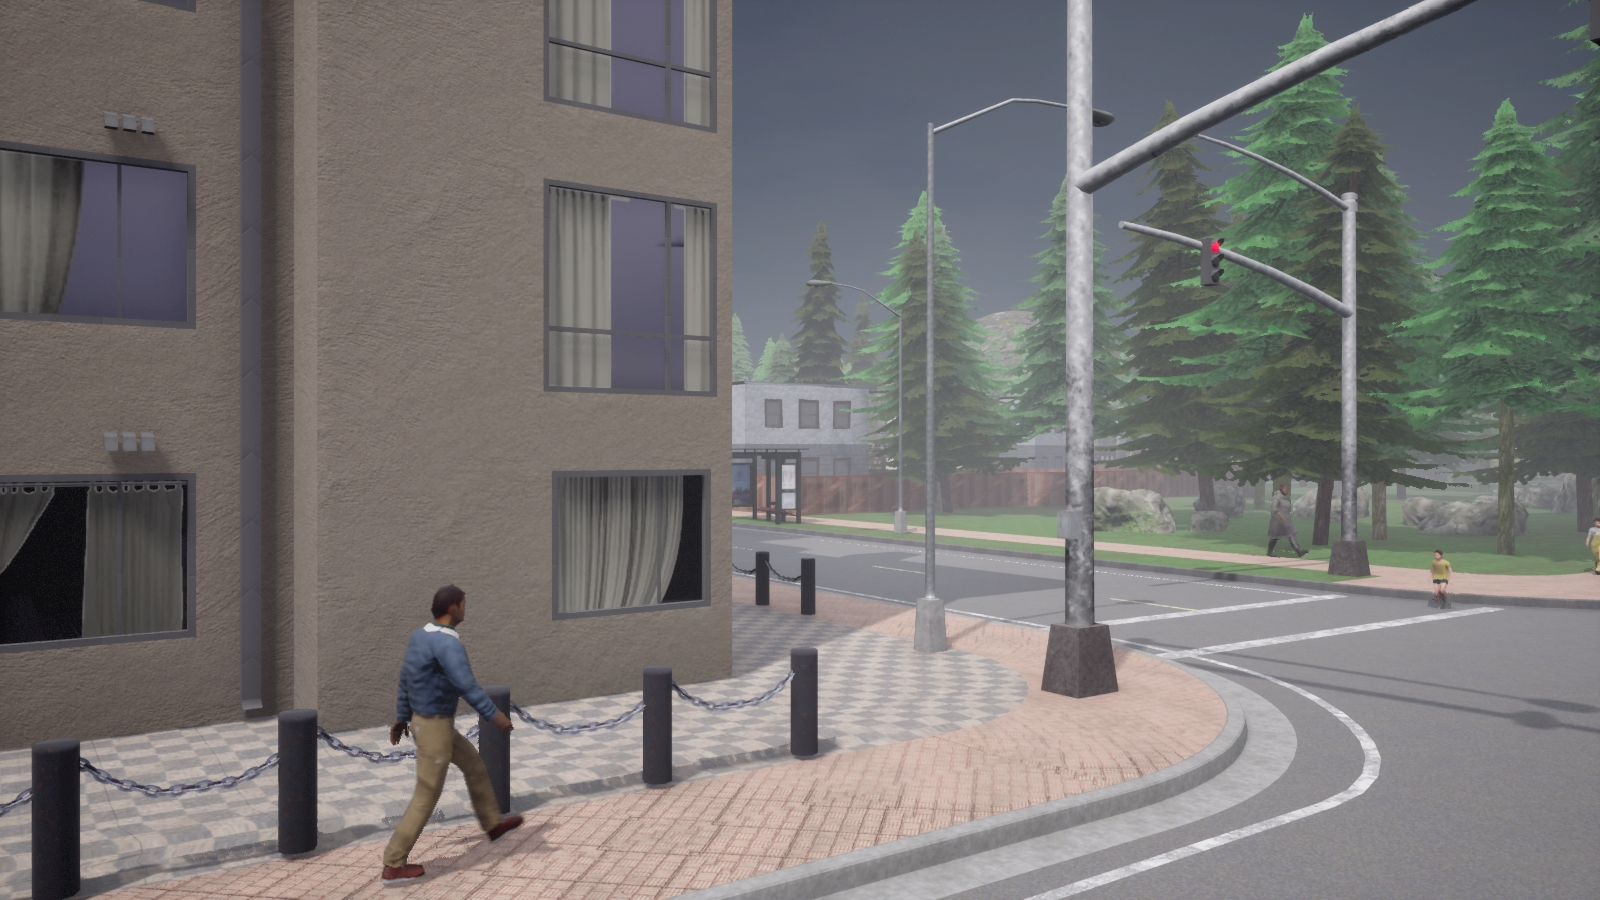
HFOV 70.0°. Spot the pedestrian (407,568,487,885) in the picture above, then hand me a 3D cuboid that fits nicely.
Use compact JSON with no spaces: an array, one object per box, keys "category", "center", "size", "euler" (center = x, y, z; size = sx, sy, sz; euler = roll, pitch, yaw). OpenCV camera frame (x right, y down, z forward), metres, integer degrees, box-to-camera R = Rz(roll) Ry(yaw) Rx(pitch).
[{"category":"pedestrian","center":[-2.210,1.694,7.151],"size":[0.375,1.860,0.375],"euler":[0,0,-37]}]

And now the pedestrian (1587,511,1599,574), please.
[{"category":"pedestrian","center":[16.775,1.943,23.956],"size":[0.375,1.300,0.375],"euler":[0,0,-41]}]

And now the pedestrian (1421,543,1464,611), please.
[{"category":"pedestrian","center":[11.214,2.209,19.949],"size":[0.500,1.100,0.500],"euler":[0,0,-38]}]

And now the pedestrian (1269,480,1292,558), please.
[{"category":"pedestrian","center":[11.717,1.676,27.858],"size":[0.375,1.860,0.375],"euler":[0,0,-34]}]
